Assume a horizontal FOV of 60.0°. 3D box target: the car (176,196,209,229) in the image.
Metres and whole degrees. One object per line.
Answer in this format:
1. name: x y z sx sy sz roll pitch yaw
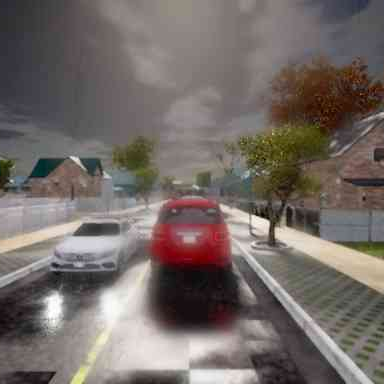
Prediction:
1. car: 0.053 1.362 24.127 2.150 2.045 5.566 0 0 0

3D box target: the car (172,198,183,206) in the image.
1. car: -2.768 1.933 64.743 1.882 1.535 5.008 0 0 0

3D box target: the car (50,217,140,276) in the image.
1. car: -2.837 1.586 10.719 1.812 1.442 4.674 0 0 0

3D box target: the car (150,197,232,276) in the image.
1. car: 0.049 1.278 10.698 2.150 2.045 5.566 0 -1 2
